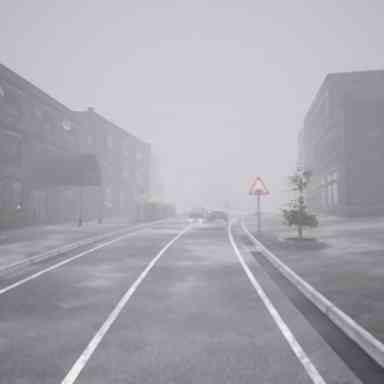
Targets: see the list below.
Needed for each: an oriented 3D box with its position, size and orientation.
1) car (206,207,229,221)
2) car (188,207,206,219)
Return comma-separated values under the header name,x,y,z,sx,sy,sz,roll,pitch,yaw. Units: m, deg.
name,x,y,z,sx,sy,sz,roll,pitch,yaw
car,2.911,2.322,35.341,1.812,1.442,4.674,-1,-2,9
car,0.864,2.564,41.817,2.033,1.411,5.357,-1,-2,11
